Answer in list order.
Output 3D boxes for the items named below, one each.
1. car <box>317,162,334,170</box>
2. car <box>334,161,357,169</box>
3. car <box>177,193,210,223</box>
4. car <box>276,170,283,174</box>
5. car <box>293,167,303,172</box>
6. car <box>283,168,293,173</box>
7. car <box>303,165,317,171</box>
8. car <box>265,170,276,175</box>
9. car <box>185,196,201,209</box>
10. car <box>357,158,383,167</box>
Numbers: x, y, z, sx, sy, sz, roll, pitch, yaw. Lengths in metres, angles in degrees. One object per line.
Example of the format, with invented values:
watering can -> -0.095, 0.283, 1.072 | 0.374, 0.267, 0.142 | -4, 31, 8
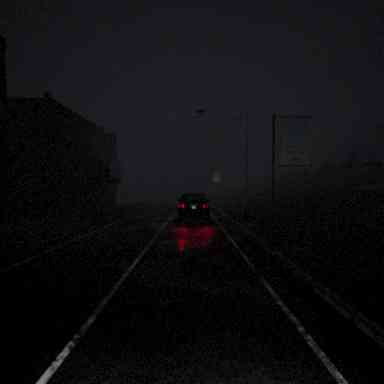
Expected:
car -> 22.958, -4.176, 54.553 | 2.185, 1.767, 4.553 | 0, 1, -5
car -> 23.573, -3.876, 48.864 | 2.163, 1.488, 4.792 | 0, 1, -6
car -> 0.118, 1.049, 24.027 | 2.150, 2.045, 5.566 | 0, 1, 0
car -> 21.793, -4.582, 76.654 | 2.231, 1.521, 4.892 | 0, 1, -1
car -> 22.146, -4.290, 65.596 | 2.002, 1.452, 4.674 | 0, 1, -2
car -> 21.917, -4.465, 71.136 | 2.231, 1.521, 4.892 | 0, 1, -1
car -> 22.494, -4.190, 60.059 | 2.097, 1.535, 5.008 | 0, 1, -4
car -> 21.563, -4.915, 87.588 | 2.185, 1.767, 4.553 | 0, 1, -1
car -> 0.138, 1.237, 41.154 | 1.812, 1.442, 4.674 | 0, 0, 0
car -> 24.271, -3.727, 43.390 | 2.002, 1.452, 4.674 | 0, 1, -7
